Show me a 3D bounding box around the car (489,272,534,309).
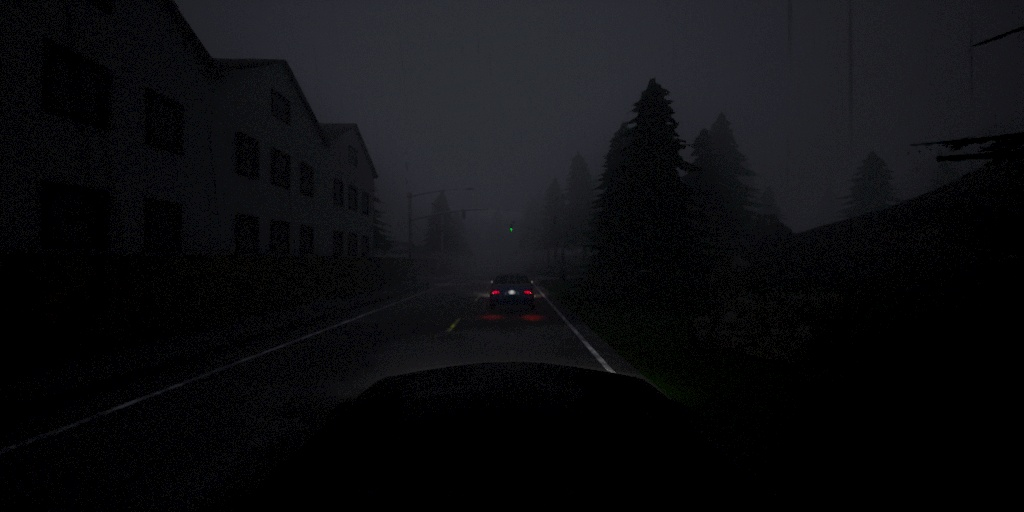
[{"bbox_3d":[-0.008,1.431,15.841,2.033,1.411,5.357,0,-1,0],"label":"car"}]
